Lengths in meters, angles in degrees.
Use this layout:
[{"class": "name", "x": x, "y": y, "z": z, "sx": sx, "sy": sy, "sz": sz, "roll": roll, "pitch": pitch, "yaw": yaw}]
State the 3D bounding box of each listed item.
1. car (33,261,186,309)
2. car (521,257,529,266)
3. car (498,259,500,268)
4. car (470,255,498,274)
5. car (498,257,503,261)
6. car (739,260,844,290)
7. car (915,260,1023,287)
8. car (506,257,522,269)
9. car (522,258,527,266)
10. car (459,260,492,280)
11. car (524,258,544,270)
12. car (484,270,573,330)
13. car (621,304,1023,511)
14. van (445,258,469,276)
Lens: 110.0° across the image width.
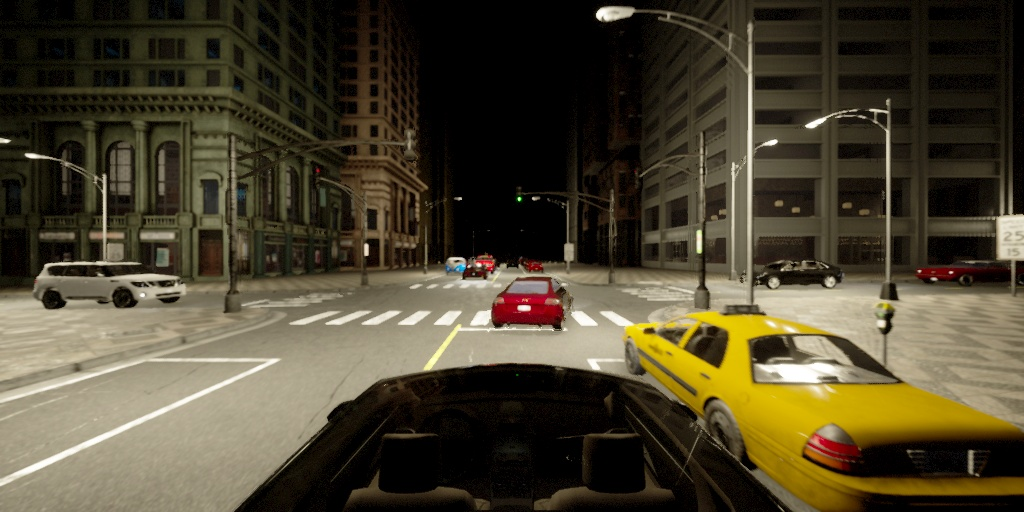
[{"class": "car", "x": -18.082, "y": 1.254, "z": 16.229, "sx": 5.566, "sy": 2.045, "sz": 2.150, "roll": -1, "pitch": 0, "yaw": 4}, {"class": "car", "x": 2.765, "y": 1.284, "z": 53.562, "sx": 1.888, "sy": 1.381, "sz": 4.507, "roll": 0, "pitch": 0, "yaw": 0}, {"class": "car", "x": -3.096, "y": 1.339, "z": 50.539, "sx": 1.895, "sy": 1.301, "sz": 4.718, "roll": 0, "pitch": 0, "yaw": 0}, {"class": "car", "x": -3.110, "y": 0.958, "z": 40.732, "sx": 2.150, "sy": 2.045, "sz": 5.566, "roll": 0, "pitch": 0, "yaw": 0}, {"class": "car", "x": -3.048, "y": 1.304, "z": 60.619, "sx": 1.994, "sy": 1.385, "sz": 4.181, "roll": 0, "pitch": 0, "yaw": 2}, {"class": "car", "x": 14.907, "y": 0.961, "z": 19.275, "sx": 4.892, "sy": 1.490, "sz": 1.837, "roll": -1, "pitch": 0, "yaw": 0}, {"class": "car", "x": 24.826, "y": 0.892, "z": 19.238, "sx": 4.718, "sy": 1.301, "sz": 1.895, "roll": -1, "pitch": 0, "yaw": 0}, {"class": "car", "x": 0.095, "y": 1.303, "z": 58.042, "sx": 1.994, "sy": 1.385, "sz": 4.181, "roll": 0, "pitch": 0, "yaw": -1}, {"class": "car", "x": 2.767, "y": 1.283, "z": 48.037, "sx": 1.888, "sy": 1.381, "sz": 4.507, "roll": 0, "pitch": 0, "yaw": 0}, {"class": "car", "x": -3.098, "y": 1.301, "z": 31.106, "sx": 1.994, "sy": 1.385, "sz": 4.181, "roll": 0, "pitch": 0, "yaw": 1}, {"class": "car", "x": 2.770, "y": 1.282, "z": 42.511, "sx": 1.888, "sy": 1.381, "sz": 4.507, "roll": 0, "pitch": 0, "yaw": 0}, {"class": "car", "x": 0.748, "y": 1.309, "z": 11.193, "sx": 1.994, "sy": 1.385, "sz": 4.181, "roll": 0, "pitch": 0, "yaw": 12}, {"class": "car", "x": 2.768, "y": 1.274, "z": 4.589, "sx": 1.751, "sy": 1.417, "sz": 4.829, "roll": 0, "pitch": 0, "yaw": 0}, {"class": "van", "x": -5.785, "y": 1.077, "z": 37.003, "sx": 1.690, "sy": 1.789, "sz": 3.998, "roll": 0, "pitch": 0, "yaw": 0}]
